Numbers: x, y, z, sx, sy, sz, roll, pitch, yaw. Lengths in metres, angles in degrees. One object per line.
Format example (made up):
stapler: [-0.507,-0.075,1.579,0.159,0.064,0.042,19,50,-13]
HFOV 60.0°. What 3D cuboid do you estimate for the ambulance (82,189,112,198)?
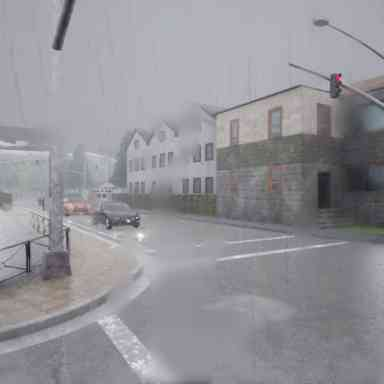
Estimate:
ambulance: [-11.030,0.918,37.444,2.351,2.431,6.366,0,0,-32]

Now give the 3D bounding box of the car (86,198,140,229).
car: [-4.783,1.365,20.475,1.837,1.490,4.892,0,0,-32]

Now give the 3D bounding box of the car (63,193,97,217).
car: [-10.409,1.224,29.611,2.097,1.767,4.553,0,0,-32]

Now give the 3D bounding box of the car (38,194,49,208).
car: [-18.458,1.051,42.812,2.097,1.767,4.553,0,0,-32]
